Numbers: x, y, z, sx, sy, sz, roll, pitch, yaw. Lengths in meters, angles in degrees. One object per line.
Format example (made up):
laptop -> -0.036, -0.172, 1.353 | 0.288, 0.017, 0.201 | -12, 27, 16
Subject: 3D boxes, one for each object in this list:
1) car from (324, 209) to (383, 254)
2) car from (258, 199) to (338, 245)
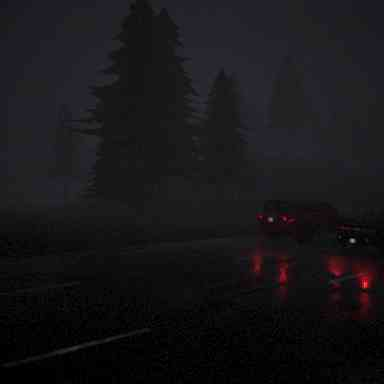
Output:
car -> 7.992, 1.630, 13.857 | 4.902, 1.511, 2.128 | 1, 0, -35
car -> 5.732, 1.351, 16.548 | 5.566, 2.045, 2.150 | 1, 0, -35
